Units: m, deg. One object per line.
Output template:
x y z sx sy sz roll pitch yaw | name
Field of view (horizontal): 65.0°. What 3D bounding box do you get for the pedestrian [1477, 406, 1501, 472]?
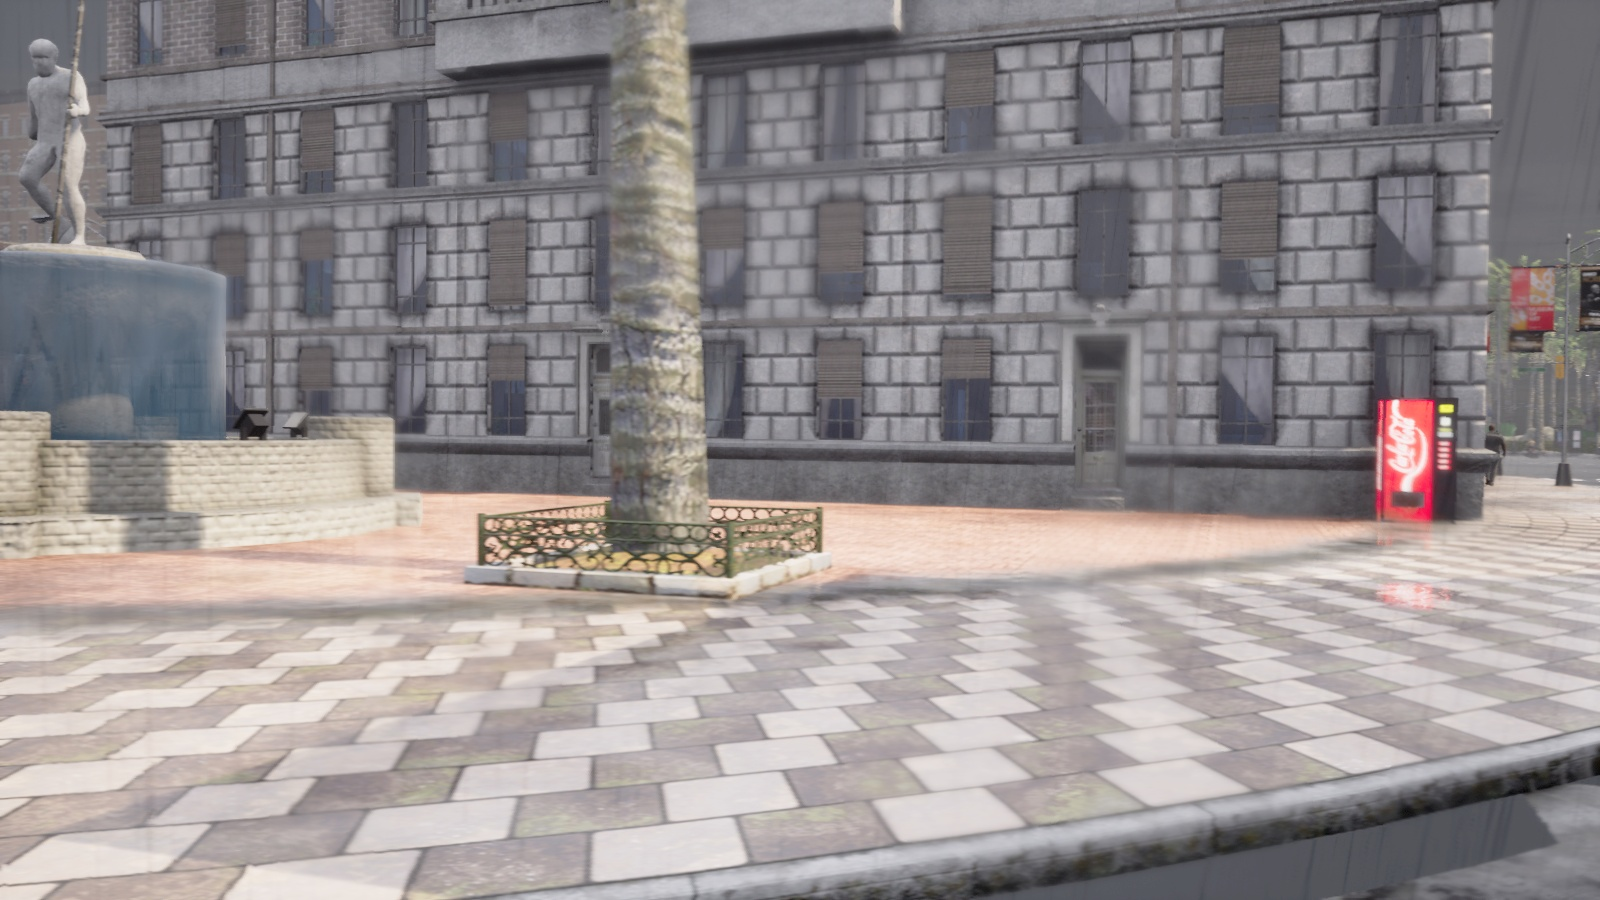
19.996 -0.316 36.469 0.563 1.883 0.849 0 1 25 | pedestrian
